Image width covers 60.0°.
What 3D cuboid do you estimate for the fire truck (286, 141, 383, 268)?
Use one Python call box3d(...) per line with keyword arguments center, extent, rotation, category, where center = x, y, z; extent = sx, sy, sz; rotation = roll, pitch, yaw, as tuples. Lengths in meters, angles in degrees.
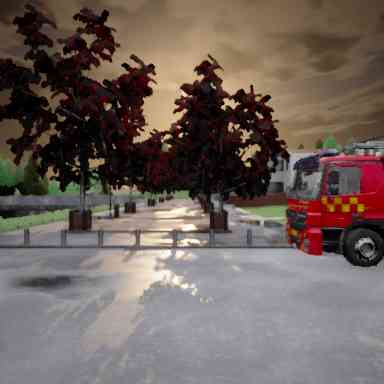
box3d(center=(7.663, 0.338, 11.072), extent=(8.468, 3.827, 2.891), rotation=(0, 0, 0), category="fire truck")
